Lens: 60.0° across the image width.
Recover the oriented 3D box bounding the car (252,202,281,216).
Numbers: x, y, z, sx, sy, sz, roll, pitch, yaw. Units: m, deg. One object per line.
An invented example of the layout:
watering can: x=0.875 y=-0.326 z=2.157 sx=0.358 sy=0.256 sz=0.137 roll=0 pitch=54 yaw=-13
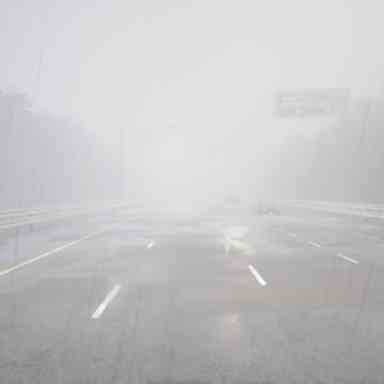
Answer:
car: x=7.032 y=1.591 z=31.839 sx=1.895 sy=1.301 sz=4.718 roll=0 pitch=0 yaw=0

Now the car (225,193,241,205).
car: x=7.070 y=1.222 z=57.770 sx=2.150 sy=2.045 sz=5.566 roll=0 pitch=0 yaw=0
